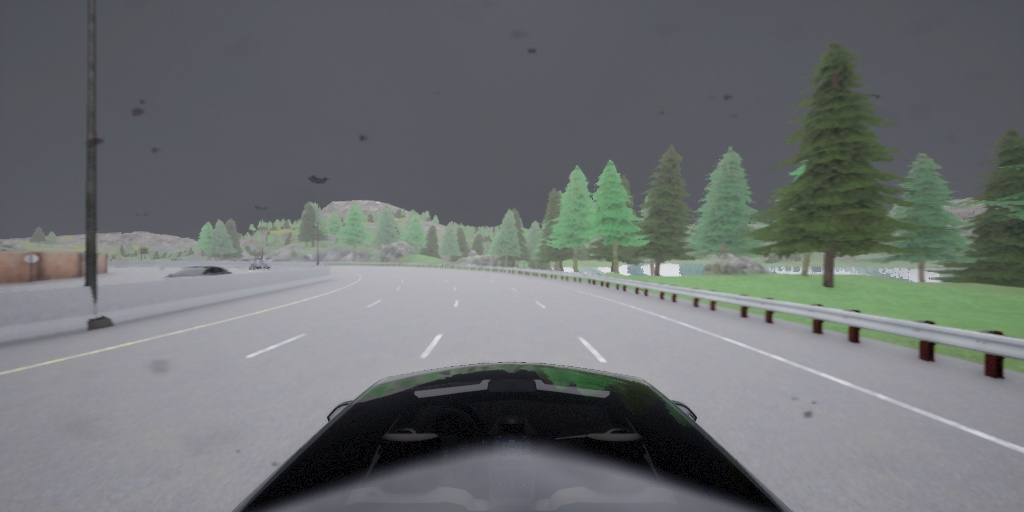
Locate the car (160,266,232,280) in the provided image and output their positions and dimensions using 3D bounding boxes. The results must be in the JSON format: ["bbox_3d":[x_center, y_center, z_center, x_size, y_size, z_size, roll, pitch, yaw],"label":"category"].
[{"bbox_3d":[-19.317,1.394,22.076,1.837,1.490,4.892,0,1,-12],"label":"car"}]
